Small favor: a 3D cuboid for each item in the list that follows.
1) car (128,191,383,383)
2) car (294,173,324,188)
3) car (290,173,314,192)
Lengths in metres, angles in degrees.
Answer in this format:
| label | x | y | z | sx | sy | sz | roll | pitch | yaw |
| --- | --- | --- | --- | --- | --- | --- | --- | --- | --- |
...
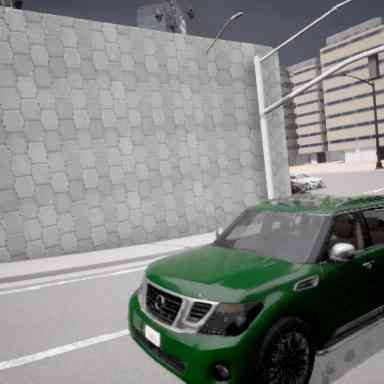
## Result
| label | x | y | z | sx | sy | sz | roll | pitch | yaw |
| --- | --- | --- | --- | --- | --- | --- | --- | --- | --- |
| car | 1.805 | 1.134 | 5.273 | 5.566 | 2.045 | 2.150 | -3 | 2 | -35 |
| car | 9.720 | -0.977 | 30.516 | 1.812 | 1.442 | 4.674 | -10 | 6 | -35 |
| car | 7.368 | -0.462 | 27.873 | 1.812 | 1.442 | 4.674 | -10 | 6 | -35 |
